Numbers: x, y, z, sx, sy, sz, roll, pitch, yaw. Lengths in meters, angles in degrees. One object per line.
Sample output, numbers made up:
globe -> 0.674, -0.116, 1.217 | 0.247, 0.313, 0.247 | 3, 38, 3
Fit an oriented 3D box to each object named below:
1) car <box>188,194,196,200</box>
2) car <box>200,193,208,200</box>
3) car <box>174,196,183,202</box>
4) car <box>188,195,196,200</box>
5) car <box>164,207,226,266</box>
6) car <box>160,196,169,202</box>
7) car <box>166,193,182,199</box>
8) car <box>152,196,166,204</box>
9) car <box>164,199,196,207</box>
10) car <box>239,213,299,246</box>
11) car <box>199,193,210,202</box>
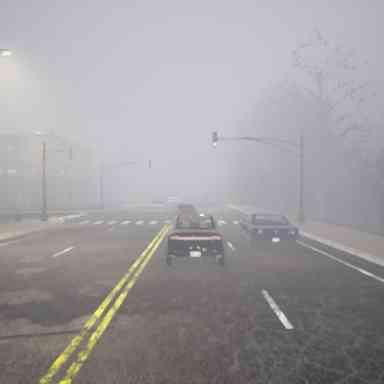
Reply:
car -> -0.015, 1.425, 89.903 | 1.882, 1.535, 5.008 | 0, 0, 0
car -> 3.235, 1.172, 89.934 | 2.150, 2.045, 5.566 | 0, 0, 0
car -> -3.262, 1.697, 79.160 | 1.895, 1.301, 4.718 | 0, 0, 0
car -> -0.014, 1.573, 79.484 | 1.882, 1.535, 5.008 | 0, 0, 0
car -> 0.098, 1.509, 11.657 | 2.128, 1.511, 4.902 | 0, 0, 0
car -> -6.512, 1.655, 79.205 | 1.994, 1.385, 4.181 | 0, 0, 0
car -> -3.282, 1.305, 63.669 | 2.150, 2.045, 5.566 | 0, 0, 1
car -> -6.530, 1.685, 63.688 | 1.895, 1.301, 4.718 | 0, 0, 1
car -> -0.765, 1.563, 26.128 | 1.812, 1.442, 4.674 | 0, 0, -14
car -> 3.349, 1.623, 15.477 | 1.895, 1.301, 4.718 | 0, 0, 0
car -> 3.236, 1.635, 79.485 | 2.033, 1.411, 5.357 | 0, 0, 0
